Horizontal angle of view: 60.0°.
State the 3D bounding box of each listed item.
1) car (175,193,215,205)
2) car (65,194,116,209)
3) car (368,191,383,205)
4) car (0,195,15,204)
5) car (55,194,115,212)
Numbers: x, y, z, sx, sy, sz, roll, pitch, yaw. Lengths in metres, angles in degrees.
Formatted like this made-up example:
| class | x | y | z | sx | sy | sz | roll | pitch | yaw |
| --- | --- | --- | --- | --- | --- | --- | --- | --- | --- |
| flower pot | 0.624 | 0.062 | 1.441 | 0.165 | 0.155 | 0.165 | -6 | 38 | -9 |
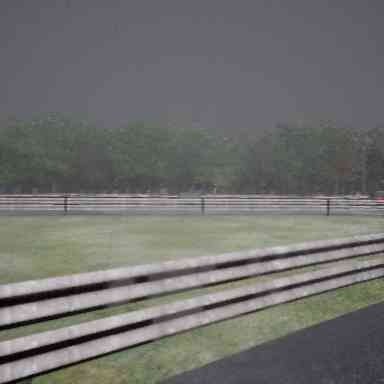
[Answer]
| class | x | y | z | sx | sy | sz | roll | pitch | yaw |
| --- | --- | --- | --- | --- | --- | --- | --- | --- | --- |
| car | 0.348 | 0.869 | 38.209 | 4.553 | 1.767 | 2.097 | 0 | 0 | -6 |
| car | -10.144 | 0.966 | 33.489 | 4.674 | 1.442 | 1.812 | 0 | 0 | -6 |
| car | 22.670 | 0.941 | 37.216 | 5.566 | 2.045 | 2.150 | 0 | 1 | -6 |
| car | -21.448 | 0.841 | 35.723 | 4.181 | 1.385 | 1.994 | 1 | 1 | -7 |
| car | -9.721 | 1.066 | 30.015 | 4.718 | 1.301 | 1.895 | 0 | 0 | -6 |
